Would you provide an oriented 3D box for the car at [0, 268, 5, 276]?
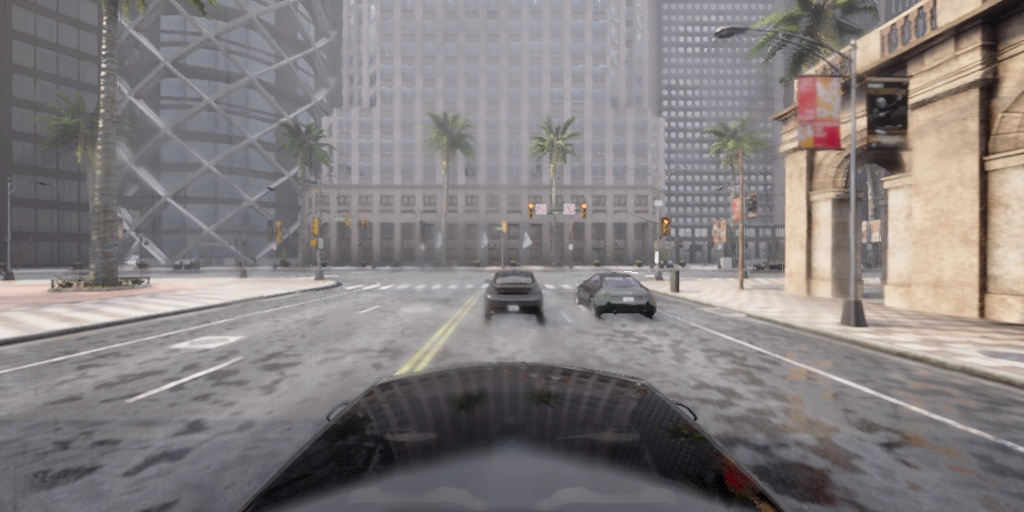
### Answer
[{"bbox_3d":[-45.530,1.211,29.412,4.674,1.442,1.812,0,0,-38],"label":"car"}]

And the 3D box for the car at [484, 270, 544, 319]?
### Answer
[{"bbox_3d":[0.073,1.230,12.634,1.837,1.490,4.892,0,1,0],"label":"car"}]

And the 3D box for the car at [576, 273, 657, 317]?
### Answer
[{"bbox_3d":[3.576,1.287,12.970,1.994,1.385,4.181,0,0,0],"label":"car"}]

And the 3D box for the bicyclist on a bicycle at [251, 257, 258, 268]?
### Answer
[{"bbox_3d":[-35.748,0.937,49.811,0.582,1.620,1.656,0,0,-12],"label":"bicyclist on a bicycle"}]
